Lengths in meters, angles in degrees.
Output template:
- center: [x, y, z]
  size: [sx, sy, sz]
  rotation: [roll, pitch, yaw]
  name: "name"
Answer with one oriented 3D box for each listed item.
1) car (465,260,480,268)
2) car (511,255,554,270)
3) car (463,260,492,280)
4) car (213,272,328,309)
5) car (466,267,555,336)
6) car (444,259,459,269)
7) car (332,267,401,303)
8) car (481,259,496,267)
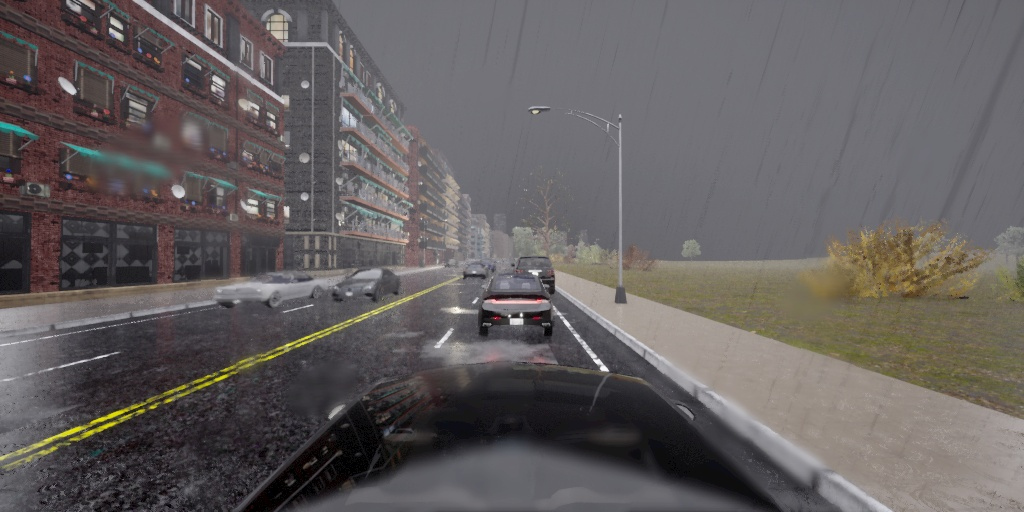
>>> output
- center: [-6.594, 1.313, 60.092]
  size: [1.994, 1.385, 4.181]
  rotation: [0, 0, 0]
  name: "car"
- center: [1.133, 0.977, 20.248]
  size: [2.150, 2.045, 5.566]
  rotation: [0, 0, 0]
  name: "car"
- center: [-3.159, 1.315, 31.930]
  size: [1.994, 1.385, 4.181]
  rotation: [0, 0, 0]
  name: "car"
- center: [-9.852, 1.352, 15.104]
  size: [1.895, 1.301, 4.718]
  rotation: [0, 0, 0]
  name: "car"
- center: [0.098, 1.243, 10.378]
  size: [2.128, 1.511, 4.902]
  rotation: [0, 0, 0]
  name: "car"
- center: [-9.848, 1.255, 58.579]
  size: [1.837, 1.490, 4.892]
  rotation: [0, 0, 0]
  name: "car"
- center: [-6.602, 1.277, 16.863]
  size: [1.812, 1.442, 4.674]
  rotation: [0, 0, 0]
  name: "car"
- center: [-3.181, 1.102, 45.690]
  size: [2.097, 1.767, 4.553]
  rotation: [0, 0, 1]
  name: "car"
